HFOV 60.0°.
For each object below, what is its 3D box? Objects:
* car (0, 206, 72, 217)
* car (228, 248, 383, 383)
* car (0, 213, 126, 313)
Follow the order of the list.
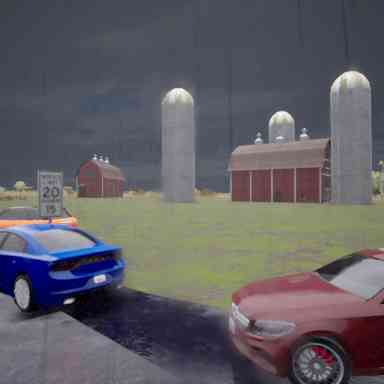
[{"bbox_3d":[-7.022,1.367,13.833,4.553,1.767,2.097,0,0,17],"label":"car"},{"bbox_3d":[2.858,1.554,4.630,4.674,1.442,1.812,1,0,-5],"label":"car"},{"bbox_3d":[-3.715,1.480,7.742,5.008,1.535,1.882,0,0,37],"label":"car"}]
